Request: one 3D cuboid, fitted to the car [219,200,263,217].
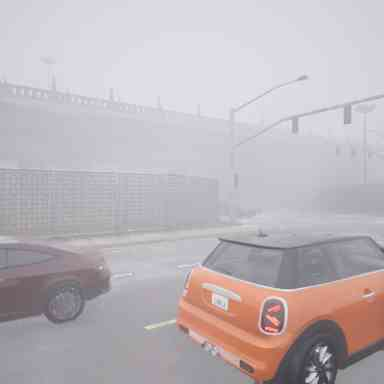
[{"bbox_3d":[3.831,1.560,30.702,1.837,1.490,4.892,0,0,-36],"label":"car"}]

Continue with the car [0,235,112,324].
[{"bbox_3d":[-3.717,1.526,5.644,4.674,1.442,1.812,0,0,-35],"label":"car"}]

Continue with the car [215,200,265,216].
[{"bbox_3d":[4.958,1.603,35.147,2.033,1.411,5.357,0,0,-36],"label":"car"}]

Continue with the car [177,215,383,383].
[{"bbox_3d":[2.081,1.352,5.272,4.553,1.767,2.097,0,0,-35],"label":"car"}]
